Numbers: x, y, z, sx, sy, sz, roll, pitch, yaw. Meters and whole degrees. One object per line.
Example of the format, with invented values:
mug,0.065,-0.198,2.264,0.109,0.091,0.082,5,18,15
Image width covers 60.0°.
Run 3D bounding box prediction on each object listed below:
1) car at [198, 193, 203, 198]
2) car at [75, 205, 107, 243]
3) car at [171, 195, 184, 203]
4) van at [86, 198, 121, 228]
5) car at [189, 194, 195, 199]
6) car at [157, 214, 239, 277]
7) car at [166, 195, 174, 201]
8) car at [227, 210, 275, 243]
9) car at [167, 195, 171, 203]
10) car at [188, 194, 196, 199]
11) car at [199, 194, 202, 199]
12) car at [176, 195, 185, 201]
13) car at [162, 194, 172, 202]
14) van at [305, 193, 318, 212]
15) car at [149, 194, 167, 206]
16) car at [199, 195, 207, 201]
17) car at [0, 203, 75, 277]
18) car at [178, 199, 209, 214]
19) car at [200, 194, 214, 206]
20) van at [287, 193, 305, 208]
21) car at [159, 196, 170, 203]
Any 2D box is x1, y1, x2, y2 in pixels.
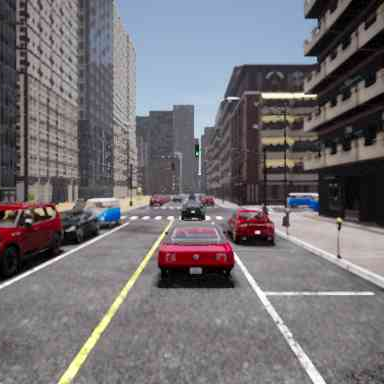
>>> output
car,2.682,1.372,64.813,1.967,1.590,4.097,0,0,0
car,-5.695,1.540,15.846,1.947,1.339,4.313,0,0,0
car,-3.003,1.526,69.336,1.895,1.301,4.718,0,0,0
van,-5.697,1.308,21.368,1.690,1.788,3.998,0,0,0
car,-0.004,1.280,94.064,1.837,1.490,4.892,0,0,0
car,0.098,1.584,10.121,1.895,1.301,4.718,0,0,0
car,-5.699,1.454,86.754,1.752,1.417,4.829,0,0,0
car,2.685,1.519,15.845,1.887,1.381,4.507,0,0,0
car,-5.698,1.477,64.814,1.887,1.381,4.507,0,0,0
car,-0.004,1.421,83.642,1.837,1.490,4.892,0,0,0
car,2.683,1.480,59.286,1.887,1.381,4.507,0,0,0
car,-3.004,1.447,84.952,2.128,1.511,4.902,0,0,0
car,-5.699,1.369,75.870,1.967,1.590,4.097,0,0,0
van,13.728,1.107,32.934,3.998,1.788,1.690,-1,1,0
car,-5.698,1.253,53.759,2.192,1.841,5.009,0,0,0
car,2.681,1.495,81.397,1.947,1.339,4.313,0,0,0
car,-5.696,1.298,10.322,2.192,1.841,5.009,0,0,0
car,0.098,1.524,27.994,1.994,1.385,4.181,0,0,0
car,2.683,1.483,53.758,1.887,1.381,4.507,0,0,0
van,13.706,1.057,41.314,3.998,1.788,1.690,-1,1,0
car,-5.698,1.496,70.342,1.947,1.339,4.313,0,0,0
